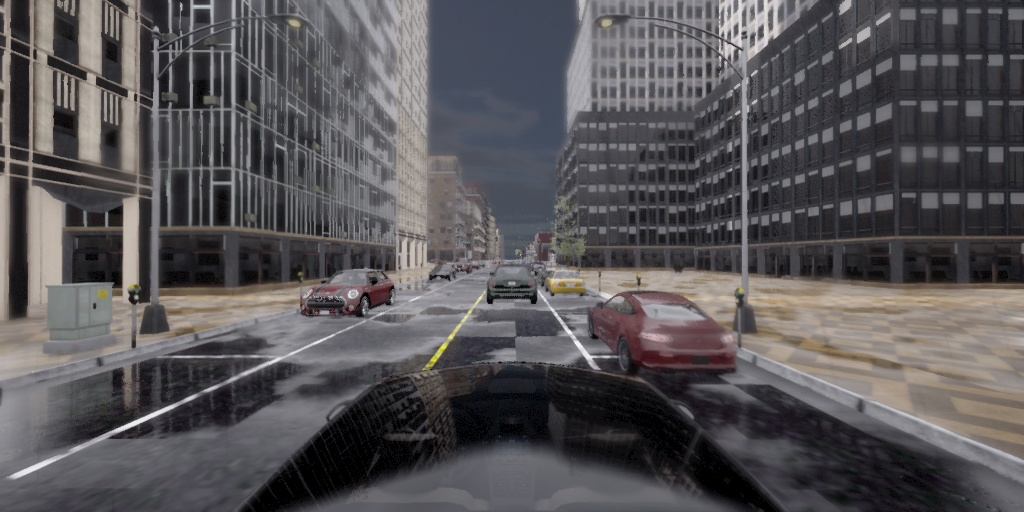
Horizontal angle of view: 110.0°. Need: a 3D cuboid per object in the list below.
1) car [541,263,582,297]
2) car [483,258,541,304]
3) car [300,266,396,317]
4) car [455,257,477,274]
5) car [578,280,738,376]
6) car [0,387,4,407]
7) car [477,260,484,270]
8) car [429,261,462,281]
[{"bbox_3d":[2.664,1.278,18.705,1.751,1.417,4.829,0,0,0],"label":"car"},{"bbox_3d":[0.000,1.119,16.470,2.097,1.767,4.553,0,0,0],"label":"car"},{"bbox_3d":[-5.690,1.191,12.872,1.967,1.591,4.097,0,0,0],"label":"car"},{"bbox_3d":[-5.690,1.080,41.317,2.192,1.841,5.009,0,0,0],"label":"car"},{"bbox_3d":[2.673,1.332,7.157,1.802,1.307,4.207,0,0,0],"label":"car"},{"bbox_3d":[-5.690,1.300,1.495,2.007,1.370,4.403,0,0,0],"label":"car"},{"bbox_3d":[-5.690,1.321,52.695,1.888,1.381,4.507,0,0,0],"label":"car"},{"bbox_3d":[-5.690,1.323,29.939,1.948,1.339,4.313,0,0,0],"label":"car"}]
